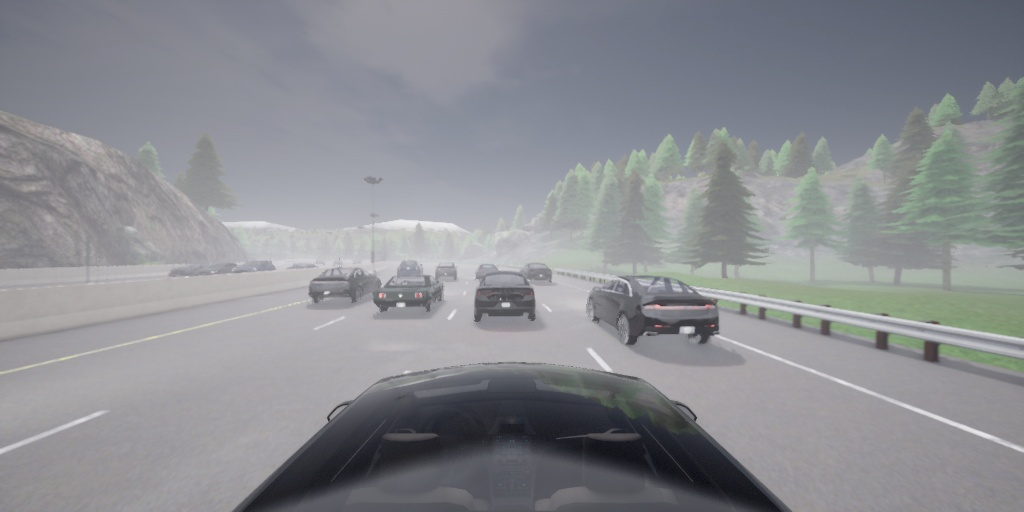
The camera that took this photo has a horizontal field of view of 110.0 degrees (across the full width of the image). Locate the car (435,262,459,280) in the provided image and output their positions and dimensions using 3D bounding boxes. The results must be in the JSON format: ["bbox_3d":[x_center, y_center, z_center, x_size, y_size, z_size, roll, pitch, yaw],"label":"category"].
[{"bbox_3d":[-5.844,1.294,32.094,2.128,1.511,4.902,0,0,-9],"label":"car"}]

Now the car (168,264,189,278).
[{"bbox_3d":[-31.517,1.408,35.887,2.033,1.411,5.357,0,0,-11],"label":"car"}]

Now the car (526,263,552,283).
[{"bbox_3d":[1.778,1.259,28.105,1.882,1.535,5.008,0,0,-7],"label":"car"}]

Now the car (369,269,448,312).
[{"bbox_3d":[-3.901,1.376,14.389,1.895,1.301,4.718,0,0,-3],"label":"car"}]

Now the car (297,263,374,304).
[{"bbox_3d":[-7.597,1.277,16.766,2.128,1.511,4.902,0,0,-4],"label":"car"}]

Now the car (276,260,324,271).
[{"bbox_3d":[-20.749,1.385,35.405,2.033,1.411,5.357,0,0,-10],"label":"car"}]

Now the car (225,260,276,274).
[{"bbox_3d":[-24.003,1.194,33.511,2.097,1.767,4.553,0,0,-10],"label":"car"}]

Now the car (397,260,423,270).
[{"bbox_3d":[-9.849,1.166,34.926,2.097,1.767,4.553,0,0,-9],"label":"car"}]

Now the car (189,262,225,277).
[{"bbox_3d":[-27.635,1.355,34.047,1.837,1.490,4.892,0,0,-10],"label":"car"}]

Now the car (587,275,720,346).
[{"bbox_3d":[3.352,1.245,9.452,2.128,1.511,4.902,0,0,-2],"label":"car"}]

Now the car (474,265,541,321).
[{"bbox_3d":[-0.307,1.243,12.657,1.882,1.535,5.008,0,0,-3],"label":"car"}]
